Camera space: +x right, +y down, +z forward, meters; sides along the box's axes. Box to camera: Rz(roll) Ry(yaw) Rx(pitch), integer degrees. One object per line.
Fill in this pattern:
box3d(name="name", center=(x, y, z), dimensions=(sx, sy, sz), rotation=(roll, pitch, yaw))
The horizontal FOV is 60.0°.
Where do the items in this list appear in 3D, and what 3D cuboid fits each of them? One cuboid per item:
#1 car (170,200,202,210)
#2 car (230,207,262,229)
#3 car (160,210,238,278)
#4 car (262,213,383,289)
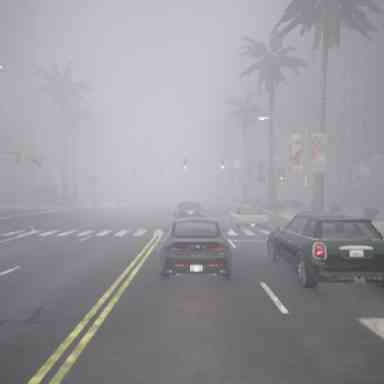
box3d(name="car", center=(-0.429, 1.407, 23.754), dimensions=(2.097, 1.767, 4.553), rotation=(0, 0, -8))
box3d(name="car", center=(3.604, 1.652, 21.888), dimensions=(1.895, 1.301, 4.718), rotation=(0, 0, 0))
box3d(name="car", center=(0.101, 1.529, 10.164), dimensions=(1.837, 1.490, 4.892), rotation=(0, 0, 0))
box3d(name="car", center=(3.602, 1.373, 9.400), dimensions=(2.097, 1.767, 4.553), rotation=(0, 0, 0))
